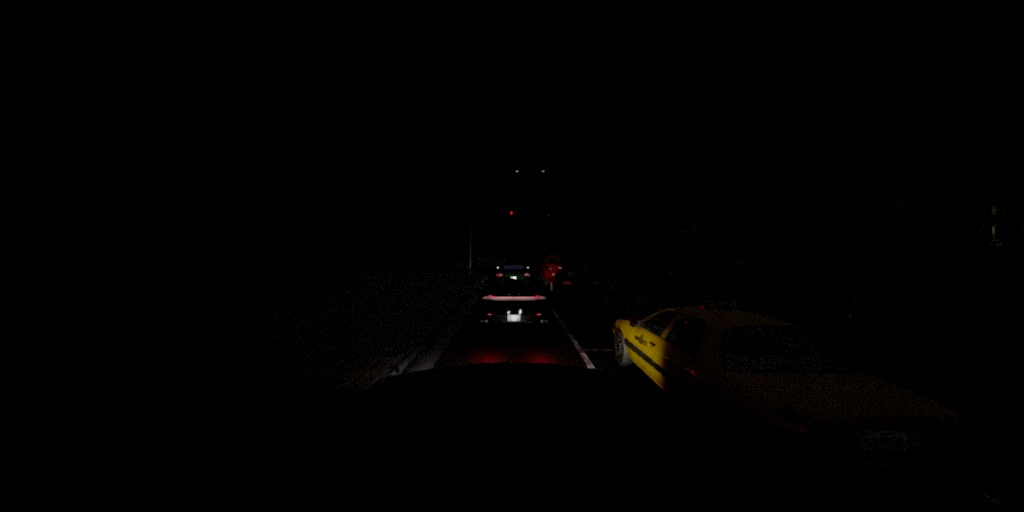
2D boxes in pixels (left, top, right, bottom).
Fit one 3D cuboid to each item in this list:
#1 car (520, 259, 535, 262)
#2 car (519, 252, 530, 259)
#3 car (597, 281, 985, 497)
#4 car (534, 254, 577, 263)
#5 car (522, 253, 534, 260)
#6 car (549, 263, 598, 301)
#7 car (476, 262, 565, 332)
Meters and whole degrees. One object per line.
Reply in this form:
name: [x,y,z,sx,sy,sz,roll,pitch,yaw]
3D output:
car: [0.059,1.042,20.127,1.994,1.385,4.181,0,1,-1]
car: [2.739,0.449,63.756,1.888,1.381,4.507,0,0,0]
car: [2.644,1.231,4.843,1.751,1.417,4.829,0,0,0]
car: [2.670,0.780,21.019,2.192,1.841,5.009,0,0,0]
car: [2.713,0.653,47.446,1.888,1.381,4.507,0,0,0]
car: [2.661,1.125,15.570,1.802,1.307,4.207,0,0,0]
car: [0.074,1.112,10.307,2.128,1.511,4.902,0,1,1]
